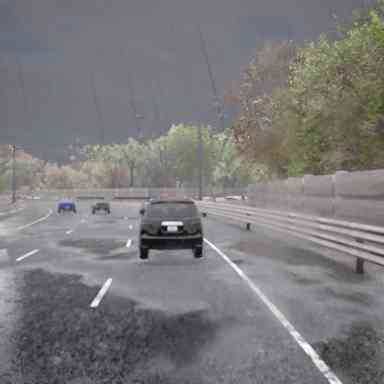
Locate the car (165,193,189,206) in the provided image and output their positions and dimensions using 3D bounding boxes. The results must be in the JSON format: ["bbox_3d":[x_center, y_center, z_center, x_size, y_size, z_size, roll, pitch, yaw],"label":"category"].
[{"bbox_3d":[-2.423,1.281,55.705,2.150,2.045,5.566,-1,0,20],"label":"car"}]

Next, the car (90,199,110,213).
[{"bbox_3d":[-10.413,1.590,37.704,1.837,1.490,4.892,0,0,-20],"label":"car"}]

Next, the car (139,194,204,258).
[{"bbox_3d":[-0.872,1.237,13.043,2.150,2.045,5.566,0,0,-6],"label":"car"}]

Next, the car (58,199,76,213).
[{"bbox_3d":[-14.962,1.588,39.788,1.882,1.535,5.008,0,0,-21],"label":"car"}]

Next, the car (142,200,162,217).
[{"bbox_3d":[-4.104,1.575,33.590,1.812,1.442,4.674,0,0,-8],"label":"car"}]
